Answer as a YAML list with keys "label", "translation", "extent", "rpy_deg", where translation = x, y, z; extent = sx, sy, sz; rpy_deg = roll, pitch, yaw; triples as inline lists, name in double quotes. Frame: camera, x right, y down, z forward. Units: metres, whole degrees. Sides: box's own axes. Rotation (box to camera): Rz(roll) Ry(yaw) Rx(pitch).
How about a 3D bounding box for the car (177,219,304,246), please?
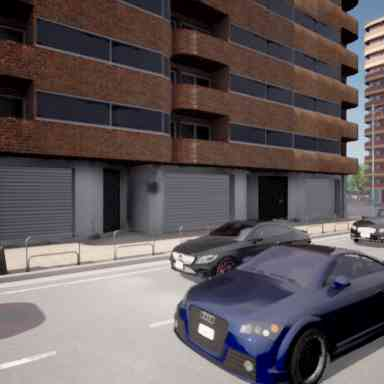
- label: "car"
  translation: [1.572, 1.524, 9.493]
  extent: [4.674, 1.442, 1.812]
  rpy_deg: [0, 0, -36]

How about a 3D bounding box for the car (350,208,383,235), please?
- label: "car"
  translation: [9.033, 1.488, 14.963]
  extent: [4.902, 1.511, 2.128]
  rpy_deg: [0, 0, -36]

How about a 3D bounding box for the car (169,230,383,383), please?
- label: "car"
  translation: [1.796, 1.563, 5.322]
  extent: [4.181, 1.385, 1.994]
  rpy_deg: [0, 0, -36]
